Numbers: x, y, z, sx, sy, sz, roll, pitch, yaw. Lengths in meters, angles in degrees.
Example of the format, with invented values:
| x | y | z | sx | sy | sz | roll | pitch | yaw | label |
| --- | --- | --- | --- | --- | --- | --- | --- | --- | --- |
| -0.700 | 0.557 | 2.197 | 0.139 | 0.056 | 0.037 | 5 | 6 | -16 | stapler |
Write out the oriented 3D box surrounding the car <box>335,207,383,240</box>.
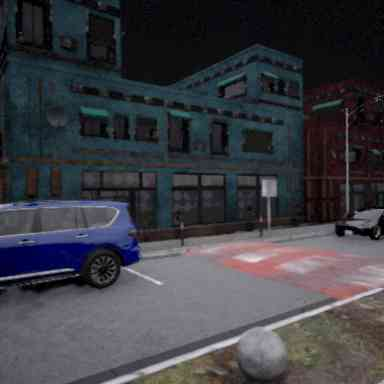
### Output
| x | y | z | sx | sy | sz | roll | pitch | yaw | label |
| --- | --- | --- | --- | --- | --- | --- | --- | --- | --- |
| 9.443 | 1.534 | 17.300 | 4.792 | 1.488 | 2.163 | 0 | 0 | -36 | car |

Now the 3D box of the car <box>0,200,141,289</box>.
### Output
| x | y | z | sx | sy | sz | roll | pitch | yaw | label |
| --- | --- | --- | --- | --- | --- | --- | --- | --- | --- |
| -3.905 | 1.239 | 7.704 | 5.566 | 2.045 | 2.435 | 0 | 0 | -36 | car |
